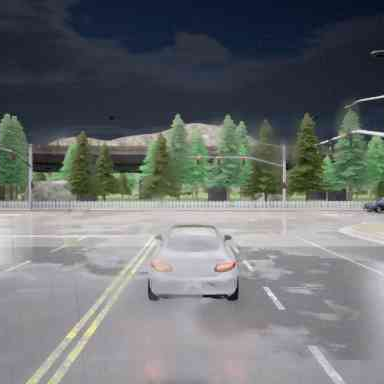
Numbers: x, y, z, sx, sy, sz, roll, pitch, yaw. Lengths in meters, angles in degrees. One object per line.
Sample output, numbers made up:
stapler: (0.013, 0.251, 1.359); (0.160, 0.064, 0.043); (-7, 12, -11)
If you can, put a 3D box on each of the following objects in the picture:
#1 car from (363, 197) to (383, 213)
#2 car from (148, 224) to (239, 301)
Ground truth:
car: (20.734, 1.296, 35.348); (4.553, 1.767, 2.097); (0, 0, 0)
car: (0.033, 1.526, 8.216); (1.812, 1.442, 4.674); (0, 0, 0)
